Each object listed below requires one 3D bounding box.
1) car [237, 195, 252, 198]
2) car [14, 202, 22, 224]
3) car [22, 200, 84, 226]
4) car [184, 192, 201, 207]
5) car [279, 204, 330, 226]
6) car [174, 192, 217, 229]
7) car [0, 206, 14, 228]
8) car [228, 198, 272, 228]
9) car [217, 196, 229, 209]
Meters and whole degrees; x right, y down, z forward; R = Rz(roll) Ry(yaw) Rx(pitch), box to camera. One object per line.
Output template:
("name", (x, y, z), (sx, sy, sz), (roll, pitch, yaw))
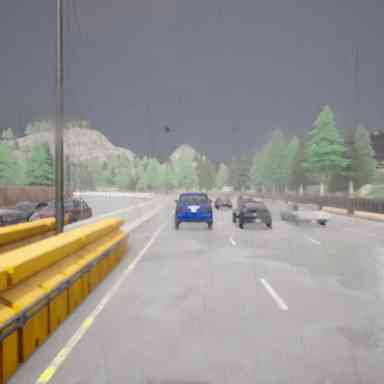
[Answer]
("car", (7.082, 1.115, 44.521), (1.812, 1.442, 4.674), (0, 1, 0))
("car", (-10.500, 1.347, 21.569), (1.837, 1.490, 4.892), (0, 1, 0))
("car", (-7.074, 1.181, 18.462), (2.097, 1.767, 4.553), (0, 1, 0))
("car", (0.089, 0.960, 42.401), (2.097, 1.767, 4.553), (0, 0, 0))
("car", (7.101, 1.401, 21.587), (1.895, 1.301, 4.718), (0, 1, 0))
("car", (0.100, 1.032, 20.333), (2.150, 2.045, 5.566), (0, 0, 0))
("car", (-7.077, 1.145, 8.222), (2.150, 2.045, 5.566), (0, 1, 1))
("car", (3.600, 1.313, 20.493), (1.837, 1.490, 4.892), (0, 0, 0))
("car", (3.579, 1.195, 38.218), (2.033, 1.411, 5.357), (0, 1, 0))
